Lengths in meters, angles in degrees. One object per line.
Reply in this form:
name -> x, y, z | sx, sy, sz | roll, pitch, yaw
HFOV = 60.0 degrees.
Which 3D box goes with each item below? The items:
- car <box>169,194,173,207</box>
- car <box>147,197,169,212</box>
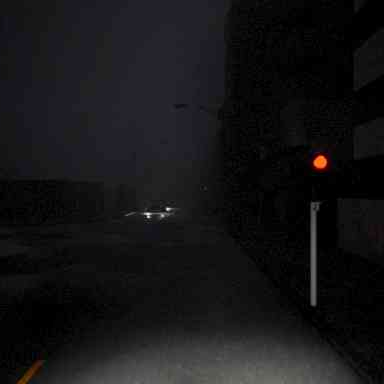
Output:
car -> -4.129, 1.505, 49.582 | 1.837, 1.490, 4.892 | 0, 0, 1
car -> -4.148, 1.478, 39.554 | 1.882, 1.535, 5.008 | 0, 0, 0
